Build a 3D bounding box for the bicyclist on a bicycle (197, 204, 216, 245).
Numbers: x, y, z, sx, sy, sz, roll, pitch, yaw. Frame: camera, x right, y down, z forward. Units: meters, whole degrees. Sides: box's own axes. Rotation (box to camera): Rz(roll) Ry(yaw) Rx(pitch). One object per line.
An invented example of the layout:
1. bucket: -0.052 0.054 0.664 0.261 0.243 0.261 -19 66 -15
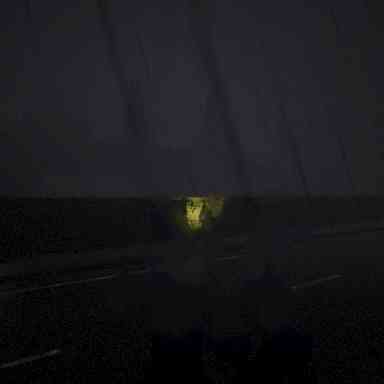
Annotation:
1. bicyclist on a bicycle: 0.598 1.338 13.805 0.582 1.620 1.656 0 -2 -23
